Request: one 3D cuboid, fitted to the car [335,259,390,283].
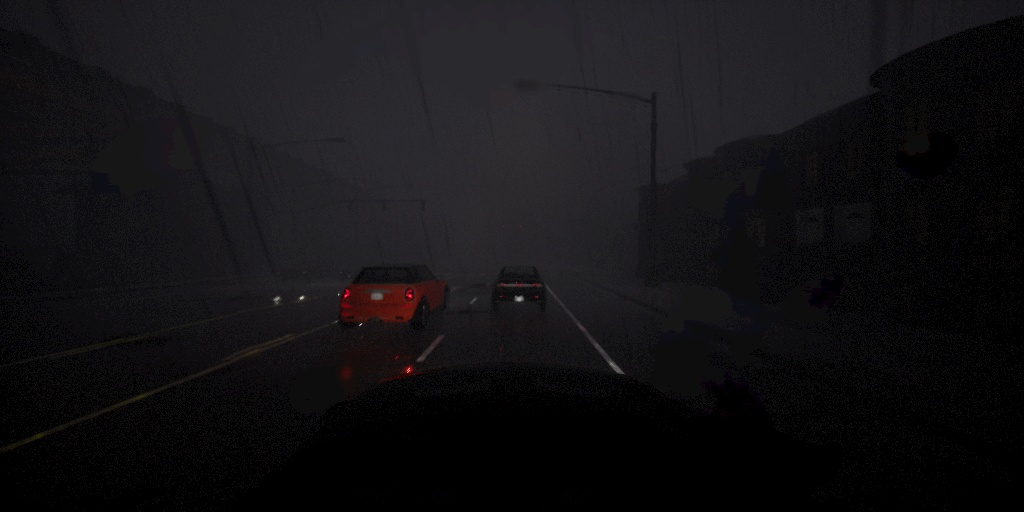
[{"bbox_3d":[-10.208,0.970,24.920,1.812,1.442,4.674,0,1,1],"label":"car"}]

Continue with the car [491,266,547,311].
[{"bbox_3d":[0.261,1.101,13.552,2.128,1.511,4.902,0,1,1],"label":"car"}]

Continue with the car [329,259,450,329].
[{"bbox_3d":[-3.278,0.982,10.902,2.097,1.767,4.553,0,1,1],"label":"car"}]

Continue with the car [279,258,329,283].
[{"bbox_3d":[-13.717,0.915,24.600,1.882,1.535,5.008,0,1,1],"label":"car"}]
